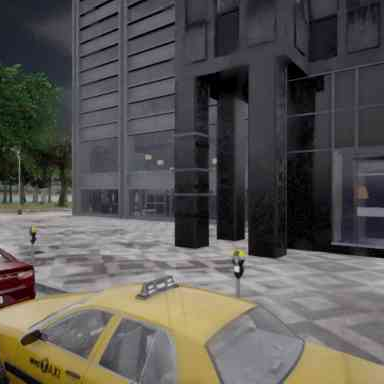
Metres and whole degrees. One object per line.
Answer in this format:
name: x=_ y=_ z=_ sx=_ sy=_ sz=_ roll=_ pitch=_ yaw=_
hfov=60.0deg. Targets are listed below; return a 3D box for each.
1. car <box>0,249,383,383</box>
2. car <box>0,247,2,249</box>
car: x=-0.537 y=1.525 z=3.347 sx=4.829 sy=1.417 sz=1.752 roll=0 pitch=0 yaw=36
car: x=-4.823 y=1.545 z=6.410 sx=4.507 sy=1.381 sz=1.887 roll=0 pitch=0 yaw=36
